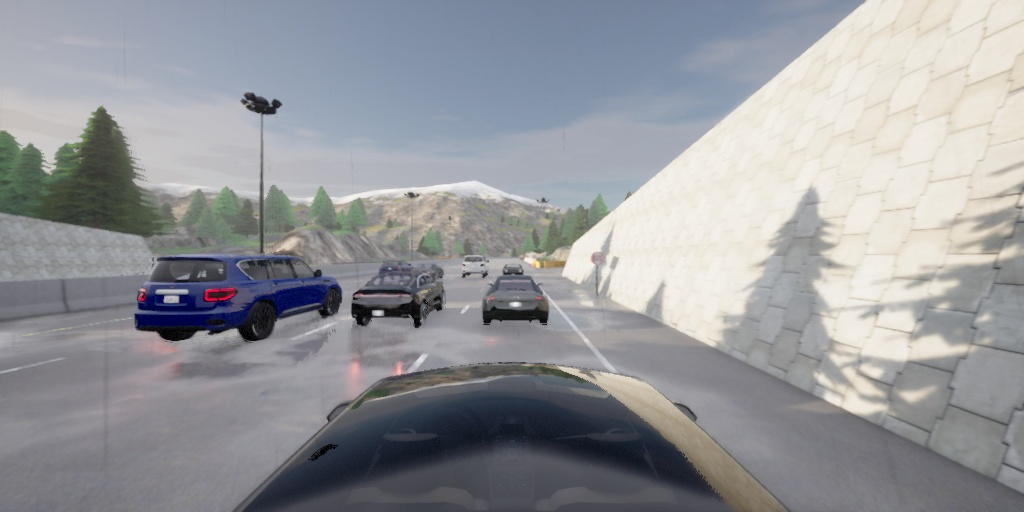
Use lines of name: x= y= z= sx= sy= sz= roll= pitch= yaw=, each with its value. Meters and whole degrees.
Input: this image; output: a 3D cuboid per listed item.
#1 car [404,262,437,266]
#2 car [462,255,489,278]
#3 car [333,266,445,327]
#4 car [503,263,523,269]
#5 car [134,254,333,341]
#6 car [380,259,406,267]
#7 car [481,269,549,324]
car: x=-6.899 y=1.283 z=29.452 sx=2.033 sy=1.411 sz=5.357 roll=0 pitch=0 yaw=0
car: x=-3.399 y=0.955 z=33.932 sx=2.150 sy=2.045 sz=5.566 roll=0 pitch=0 yaw=0
car: x=-3.401 y=1.236 z=11.532 sx=2.128 sy=1.511 sz=4.902 roll=0 pitch=0 yaw=0
car: x=0.101 y=1.334 z=33.323 sx=1.895 sy=1.301 sz=4.718 roll=0 pitch=0 yaw=0
car: x=-6.899 y=0.967 z=9.948 sx=2.150 sy=2.045 sz=5.566 roll=0 pitch=0 yaw=0
car: x=-10.399 y=1.086 z=32.652 sx=2.097 sy=1.767 sz=4.553 roll=0 pitch=0 yaw=0
car: x=0.100 y=1.309 z=11.936 sx=1.994 sy=1.385 sz=4.181 roll=0 pitch=0 yaw=0
